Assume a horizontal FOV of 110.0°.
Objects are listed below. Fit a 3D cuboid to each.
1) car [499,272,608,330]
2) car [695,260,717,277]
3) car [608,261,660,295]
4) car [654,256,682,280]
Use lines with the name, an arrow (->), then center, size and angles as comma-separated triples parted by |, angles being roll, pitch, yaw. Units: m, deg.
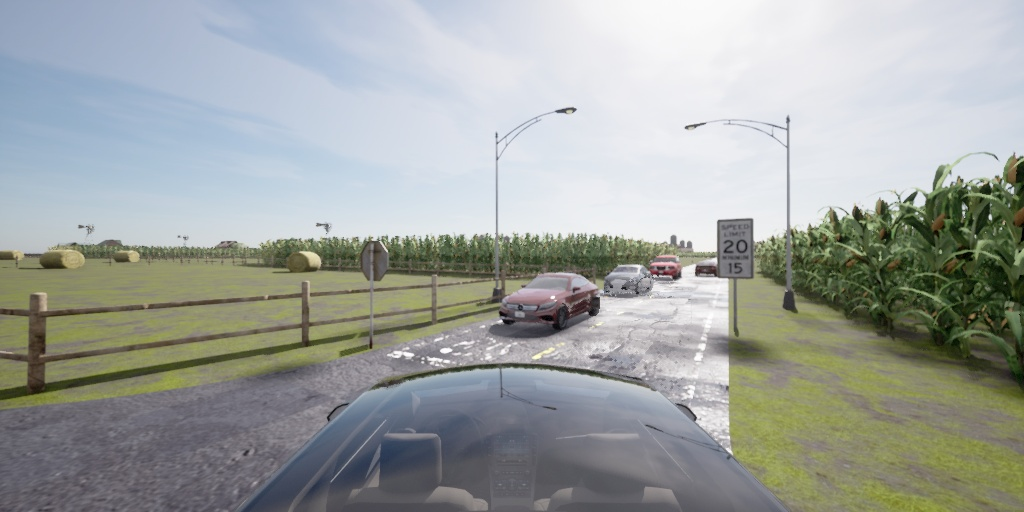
car -> 1.407, 1.287, 11.484 | 1.812, 1.442, 4.674 | 0, 0, 31
car -> 19.647, 1.218, 36.162 | 1.882, 1.535, 5.008 | 0, 0, 32
car -> 6.568, 1.253, 20.062 | 2.128, 1.511, 4.902 | 0, 0, 31
car -> 13.678, 0.978, 31.855 | 2.150, 2.045, 5.566 | 0, 0, 31
